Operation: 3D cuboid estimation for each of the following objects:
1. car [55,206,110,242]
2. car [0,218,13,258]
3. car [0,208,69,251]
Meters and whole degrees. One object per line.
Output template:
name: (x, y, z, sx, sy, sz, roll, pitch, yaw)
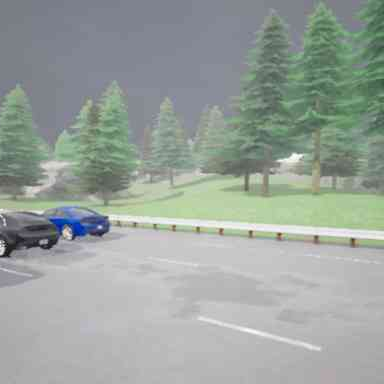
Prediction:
car: (-6.236, 1.435, 16.295, 5.008, 1.535, 1.882, 0, 0, 32)
car: (-6.922, 1.455, 8.460, 5.008, 1.535, 1.882, 0, 0, 33)
car: (-7.150, 1.471, 12.733, 4.892, 1.490, 1.837, 0, 0, 32)
